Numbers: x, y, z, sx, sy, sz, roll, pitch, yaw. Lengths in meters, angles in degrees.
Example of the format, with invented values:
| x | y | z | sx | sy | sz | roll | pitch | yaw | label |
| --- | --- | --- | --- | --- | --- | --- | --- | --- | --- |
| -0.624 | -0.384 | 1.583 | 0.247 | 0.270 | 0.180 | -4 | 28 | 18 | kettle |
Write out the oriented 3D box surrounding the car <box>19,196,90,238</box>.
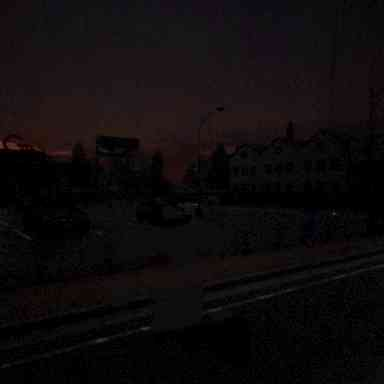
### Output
| x | y | z | sx | sy | sz | roll | pitch | yaw | label |
| --- | --- | --- | --- | --- | --- | --- | --- | --- | --- |
| -6.795 | 1.168 | 16.422 | 2.152 | 1.636 | 5.027 | 0 | 0 | -36 | car |

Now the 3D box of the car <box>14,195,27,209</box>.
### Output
| x | y | z | sx | sy | sz | roll | pitch | yaw | label |
| --- | --- | --- | --- | --- | --- | --- | --- | --- | --- |
| -19.294 | 1.373 | 39.275 | 1.970 | 1.475 | 3.806 | 0 | 0 | -36 | car |

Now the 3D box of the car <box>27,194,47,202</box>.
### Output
| x | y | z | sx | sy | sz | roll | pitch | yaw | label |
| --- | --- | --- | --- | --- | --- | --- | --- | --- | --- |
| -35.297 | 1.322 | 75.830 | 3.866 | 1.878 | 1.905 | 0 | 0 | -36 | car |

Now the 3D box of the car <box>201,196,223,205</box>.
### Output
| x | y | z | sx | sy | sz | roll | pitch | yaw | label |
| --- | --- | --- | --- | --- | --- | --- | --- | --- | --- |
| 2.982 | 1.349 | 52.727 | 1.812 | 1.442 | 4.674 | 0 | 0 | -35 | car |

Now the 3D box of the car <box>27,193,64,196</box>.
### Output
| x | y | z | sx | sy | sz | roll | pitch | yaw | label |
| --- | --- | --- | --- | --- | --- | --- | --- | --- | --- |
| -14.338 | 1.110 | 32.395 | 1.932 | 1.855 | 4.605 | 0 | 0 | -36 | car |

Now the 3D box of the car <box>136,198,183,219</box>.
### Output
| x | y | z | sx | sy | sz | roll | pitch | yaw | label |
| --- | --- | --- | --- | --- | --- | --- | --- | --- | --- |
| -2.873 | 1.313 | 28.278 | 2.007 | 1.523 | 4.514 | 0 | 0 | -36 | car |

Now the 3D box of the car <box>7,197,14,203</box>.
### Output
| x | y | z | sx | sy | sz | roll | pitch | yaw | label |
| --- | --- | --- | --- | --- | --- | --- | --- | --- | --- |
| -35.539 | 1.489 | 68.702 | 4.611 | 1.667 | 2.242 | 0 | 0 | -36 | car |

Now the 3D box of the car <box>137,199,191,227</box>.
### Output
| x | y | z | sx | sy | sz | roll | pitch | yaw | label |
| --- | --- | --- | --- | --- | --- | --- | --- | --- | --- |
| -1.759 | 1.247 | 20.413 | 1.970 | 1.475 | 3.806 | 0 | 0 | -36 | car |

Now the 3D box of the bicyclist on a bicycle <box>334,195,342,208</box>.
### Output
| x | y | z | sx | sy | sz | roll | pitch | yaw | label |
| --- | --- | --- | --- | --- | --- | --- | --- | --- | --- |
| 17.259 | 1.127 | 39.315 | 1.656 | 1.620 | 0.582 | 0 | 0 | -35 | bicyclist on a bicycle |
